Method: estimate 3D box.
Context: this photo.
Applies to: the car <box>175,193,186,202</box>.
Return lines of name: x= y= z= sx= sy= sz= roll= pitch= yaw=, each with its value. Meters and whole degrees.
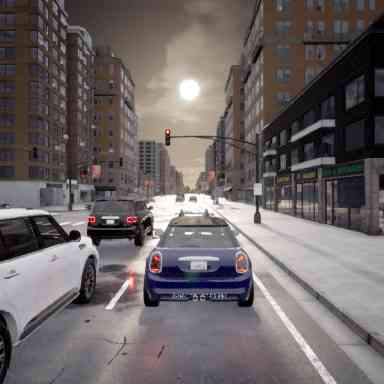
car: x=-2.963 y=1.584 z=77.815 sx=2.033 sy=1.411 sz=5.357 roll=0 pitch=0 yaw=0

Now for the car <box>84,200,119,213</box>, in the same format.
car: x=-10.464 y=1.614 z=38.783 sx=1.895 sy=1.301 sz=4.718 roll=0 pitch=0 yaw=13

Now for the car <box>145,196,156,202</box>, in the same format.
car: x=-9.472 y=1.633 z=75.633 sx=1.895 sy=1.301 sz=4.718 roll=0 pitch=0 yaw=0

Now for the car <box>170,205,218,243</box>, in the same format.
car: x=0.118 y=1.495 z=17.213 sx=2.128 sy=1.511 sz=4.902 roll=0 pitch=0 yaw=1

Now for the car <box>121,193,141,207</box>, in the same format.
car: x=-9.652 y=1.246 z=52.797 sx=2.150 sy=2.045 sz=5.566 roll=0 pitch=0 yaw=0

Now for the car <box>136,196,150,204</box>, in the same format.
car: x=-9.540 y=1.598 z=65.243 sx=1.994 sy=1.385 sz=4.181 roll=0 pitch=0 yaw=1

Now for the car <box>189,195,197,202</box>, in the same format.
car: x=0.289 y=1.569 z=78.217 sx=1.812 sy=1.442 sz=4.674 roll=0 pitch=0 yaw=0

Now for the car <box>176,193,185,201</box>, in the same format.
car: x=-2.925 y=1.169 z=88.267 sx=2.150 sy=2.045 sz=5.566 roll=0 pitch=0 yaw=0

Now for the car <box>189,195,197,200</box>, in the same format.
car: x=0.325 y=1.497 z=88.225 sx=1.994 sy=1.385 sz=4.181 roll=0 pitch=0 yaw=0

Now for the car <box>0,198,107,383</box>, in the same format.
car: x=-3.138 y=1.222 z=4.988 sx=2.150 sy=2.045 sz=5.566 roll=0 pitch=0 yaw=1

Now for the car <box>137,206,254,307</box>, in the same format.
car: x=0.127 y=1.353 z=8.145 sx=2.097 sy=1.767 sz=4.553 roll=0 pitch=0 yaw=0

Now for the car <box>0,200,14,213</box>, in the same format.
car: x=-22.018 y=1.597 z=36.065 sx=4.313 sy=1.339 sz=1.947 roll=0 pitch=0 yaw=0

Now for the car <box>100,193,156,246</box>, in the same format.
car: x=-3.096 y=1.225 z=15.341 sx=2.150 sy=2.045 sz=5.566 roll=0 pitch=0 yaw=0
